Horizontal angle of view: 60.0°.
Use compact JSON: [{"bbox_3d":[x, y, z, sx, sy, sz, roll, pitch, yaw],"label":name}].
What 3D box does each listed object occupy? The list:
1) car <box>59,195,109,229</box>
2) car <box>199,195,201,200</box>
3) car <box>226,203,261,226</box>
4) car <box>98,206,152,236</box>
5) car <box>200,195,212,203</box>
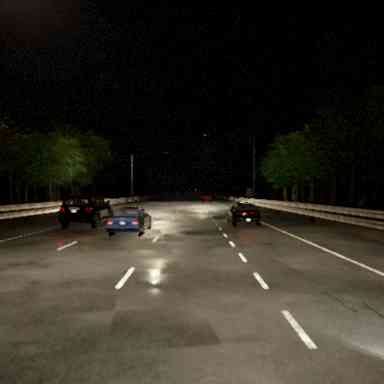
[{"bbox_3d":[-6.906,1.247,22.110,2.150,2.045,5.566,0,-1,0],"label":"car"},{"bbox_3d":[3.477,1.727,86.322,1.837,1.490,4.892,0,0,0],"label":"car"},{"bbox_3d":[3.593,1.538,23.631,1.837,1.490,4.892,0,0,0],"label":"car"},{"bbox_3d":[-3.404,1.572,18.705,2.033,1.411,5.357,0,0,0],"label":"car"},{"bbox_3d":[3.480,1.673,75.323,1.882,1.535,5.008,0,0,0],"label":"car"}]
